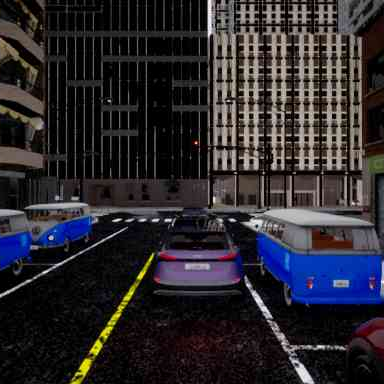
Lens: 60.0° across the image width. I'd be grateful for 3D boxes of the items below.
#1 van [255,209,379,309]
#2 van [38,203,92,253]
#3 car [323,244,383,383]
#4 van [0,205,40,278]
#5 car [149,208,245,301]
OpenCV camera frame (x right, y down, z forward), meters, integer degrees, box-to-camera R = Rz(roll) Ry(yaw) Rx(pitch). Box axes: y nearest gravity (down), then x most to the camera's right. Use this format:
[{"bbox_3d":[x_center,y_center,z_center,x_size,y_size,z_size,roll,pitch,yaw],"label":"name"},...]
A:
[{"bbox_3d":[2.574,1.343,7.586,1.690,1.788,3.998,0,0,0],"label":"van"},{"bbox_3d":[-5.303,1.345,13.274,1.690,1.788,3.998,0,0,0],"label":"van"},{"bbox_3d":[2.570,1.440,1.895,1.967,1.590,4.097,0,0,0],"label":"car"},{"bbox_3d":[-5.306,1.343,7.585,1.690,1.788,3.998,0,0,0],"label":"van"},{"bbox_3d":[0.105,1.432,8.343,2.033,1.649,4.856,0,0,0],"label":"car"}]
